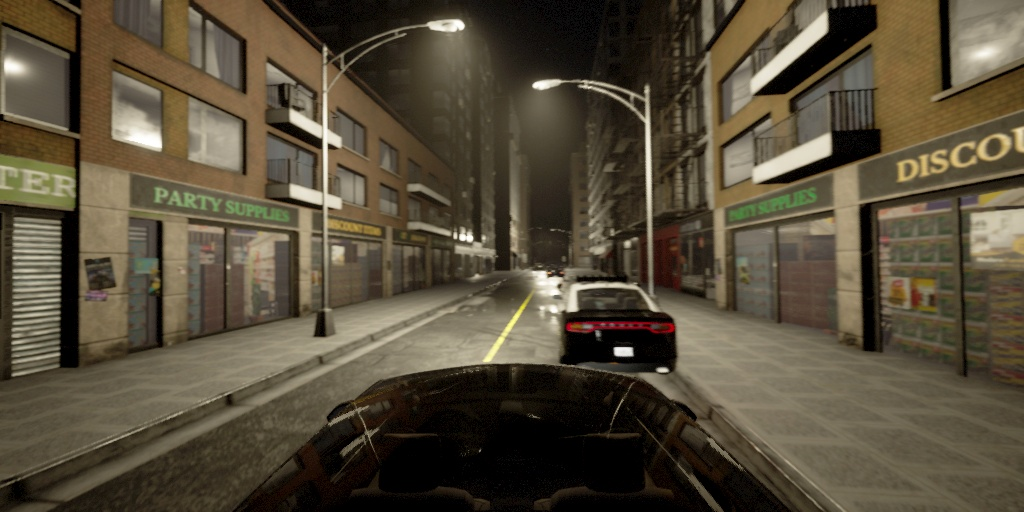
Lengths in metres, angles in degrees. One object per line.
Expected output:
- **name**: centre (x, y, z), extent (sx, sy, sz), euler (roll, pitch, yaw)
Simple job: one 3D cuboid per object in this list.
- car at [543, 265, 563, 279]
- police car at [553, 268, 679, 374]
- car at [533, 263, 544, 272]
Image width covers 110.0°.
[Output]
- **car**: centre (4.534, 1.725, 37.294), extent (1.895, 1.301, 4.718), euler (-1, -1, 7)
- **police car**: centre (1.934, 1.221, 7.816), extent (1.930, 1.638, 5.238), euler (-1, -1, 7)
- **car**: centre (4.772, 1.966, 63.367), extent (1.837, 1.490, 4.892), euler (-1, -1, 7)
